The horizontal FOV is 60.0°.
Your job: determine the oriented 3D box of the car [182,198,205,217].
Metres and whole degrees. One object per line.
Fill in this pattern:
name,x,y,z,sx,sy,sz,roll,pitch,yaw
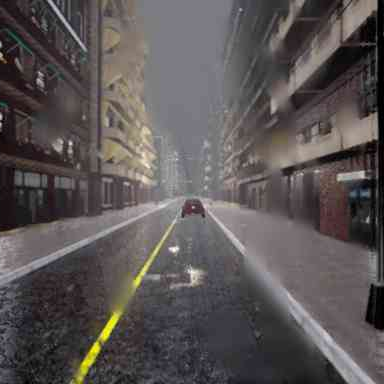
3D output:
car,0.108,1.394,31.671,2.097,1.767,4.553,0,0,0
